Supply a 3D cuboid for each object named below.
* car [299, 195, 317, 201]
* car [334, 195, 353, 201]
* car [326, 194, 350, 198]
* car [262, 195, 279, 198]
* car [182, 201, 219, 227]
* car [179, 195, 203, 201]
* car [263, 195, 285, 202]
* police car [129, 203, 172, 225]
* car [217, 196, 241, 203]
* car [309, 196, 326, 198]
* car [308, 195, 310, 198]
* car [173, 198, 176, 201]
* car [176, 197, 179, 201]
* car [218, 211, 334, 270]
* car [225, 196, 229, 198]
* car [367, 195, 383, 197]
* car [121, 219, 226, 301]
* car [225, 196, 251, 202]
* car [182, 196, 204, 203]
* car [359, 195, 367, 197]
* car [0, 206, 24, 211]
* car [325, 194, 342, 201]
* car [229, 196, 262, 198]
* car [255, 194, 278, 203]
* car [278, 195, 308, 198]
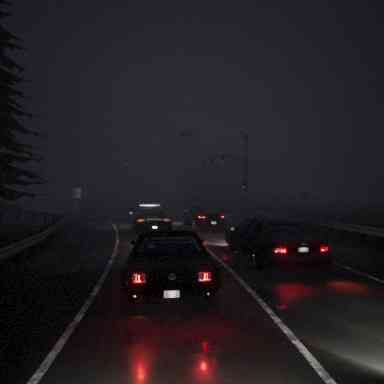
[{"bbox_3d":[28.359,1.553,81.313,4.181,1.385,1.994,0,0,-27],"label":"car"},{"bbox_3d":[37.837,1.525,83.143,4.902,1.511,2.128,0,0,-35],"label":"car"},{"bbox_3d":[32.007,1.478,71.379,5.008,1.535,1.882,0,0,-23],"label":"car"},{"bbox_3d":[17.764,1.540,69.334,5.357,1.411,2.033,0,0,-21],"label":"car"},{"bbox_3d":[0.666,1.526,20.513,1.812,1.442,4.674,0,0,-13],"label":"car"},{"bbox_3d":[0.463,1.564,59.185,4.181,1.385,1.994,0,0,-21],"label":"car"},{"bbox_3d":[19.096,1.500,77.316,4.892,1.490,1.837,0,0,-21],"label":"car"},{"bbox_3d":[-2.277,1.425,17.821,1.930,1.638,5.238,0,0,-13],"label":"police car"},{"bbox_3d":[7.757,1.524,69.307,4.674,1.442,1.812,0,0,-21],"label":"car"},{"bbox_3d":[29.450,1.540,74.044,5.357,1.411,2.033,0,0,-23],"label":"car"},{"bbox_3d":[25.183,1.355,75.935,4.553,1.767,2.097,0,0,-21],"label":"car"},{"bbox_3d":[-1.622,1.492,65.855,4.902,1.511,2.128,0,0,-20],"label":"car"},{"bbox_3d":[-0.096,1.352,62.715,4.553,1.767,2.097,0,0,-22],"label":"car"},{"bbox_3d":[2.535,1.547,11.113,2.033,1.411,5.357,0,0,-8],"label":"car"},{"bbox_3d":[8.935,1.526,66.064,4.674,1.442,1.812,0,0,-20],"label":"car"},{"bbox_3d":[44.889,1.538,79.756,5.357,1.411,2.033,0,0,-39],"label":"car"},{"bbox_3d":[-0.606,1.601,8.357,1.895,1.301,4.718,0,0,-6],"label":"car"},{"bbox_3d":[10.255,1.540,73.987,5.357,1.411,2.033,0,0,-21],"label":"car"},{"bbox_3d":[0.291,1.553,70.236,4.181,1.385,1.994,0,0,-21],"label":"car"},{"bbox_3d":[42.204,1.540,82.065,5.357,1.411,2.033,0,0,-39],"label":"car"},{"bbox_3d":[-19.352,1.482,32.816,5.008,1.535,1.882,0,0,-21],"label":"car"},{"bbox_3d":[36.953,1.325,86.864,4.553,1.767,2.097,0,0,-35],"label":"car"},{"bbox_3d":[10.105,1.505,62.795,4.892,1.490,1.837,0,0,-20],"label":"car"},{"bbox_3d":[16.178,1.355,72.477,4.553,1.767,2.097,0,0,-21],"label":"car"},{"bbox_3d":[20.270,1.525,66.538,4.674,1.442,1.812,0,0,-21],"label":"car"}]
